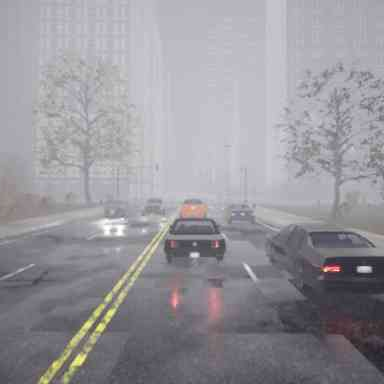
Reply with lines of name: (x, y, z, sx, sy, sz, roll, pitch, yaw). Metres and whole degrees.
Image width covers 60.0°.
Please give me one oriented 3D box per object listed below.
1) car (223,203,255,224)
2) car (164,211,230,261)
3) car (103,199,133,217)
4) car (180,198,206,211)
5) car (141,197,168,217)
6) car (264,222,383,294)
car: (3.332, 1.494, 24.282, 2.033, 1.411, 5.357, 0, 0, 0)
car: (0.090, 1.576, 12.075, 1.895, 1.301, 4.718, 0, 0, 0)
car: (-6.594, 1.422, 30.010, 2.128, 1.511, 4.902, 0, 0, 0)
car: (0.088, 1.288, 28.023, 2.097, 1.767, 4.553, 0, 0, 0)
car: (-3.344, 1.282, 30.247, 2.097, 1.767, 4.553, 0, 0, 0)
car: (3.329, 1.530, 8.910, 2.033, 1.411, 5.357, 0, 0, 0)
